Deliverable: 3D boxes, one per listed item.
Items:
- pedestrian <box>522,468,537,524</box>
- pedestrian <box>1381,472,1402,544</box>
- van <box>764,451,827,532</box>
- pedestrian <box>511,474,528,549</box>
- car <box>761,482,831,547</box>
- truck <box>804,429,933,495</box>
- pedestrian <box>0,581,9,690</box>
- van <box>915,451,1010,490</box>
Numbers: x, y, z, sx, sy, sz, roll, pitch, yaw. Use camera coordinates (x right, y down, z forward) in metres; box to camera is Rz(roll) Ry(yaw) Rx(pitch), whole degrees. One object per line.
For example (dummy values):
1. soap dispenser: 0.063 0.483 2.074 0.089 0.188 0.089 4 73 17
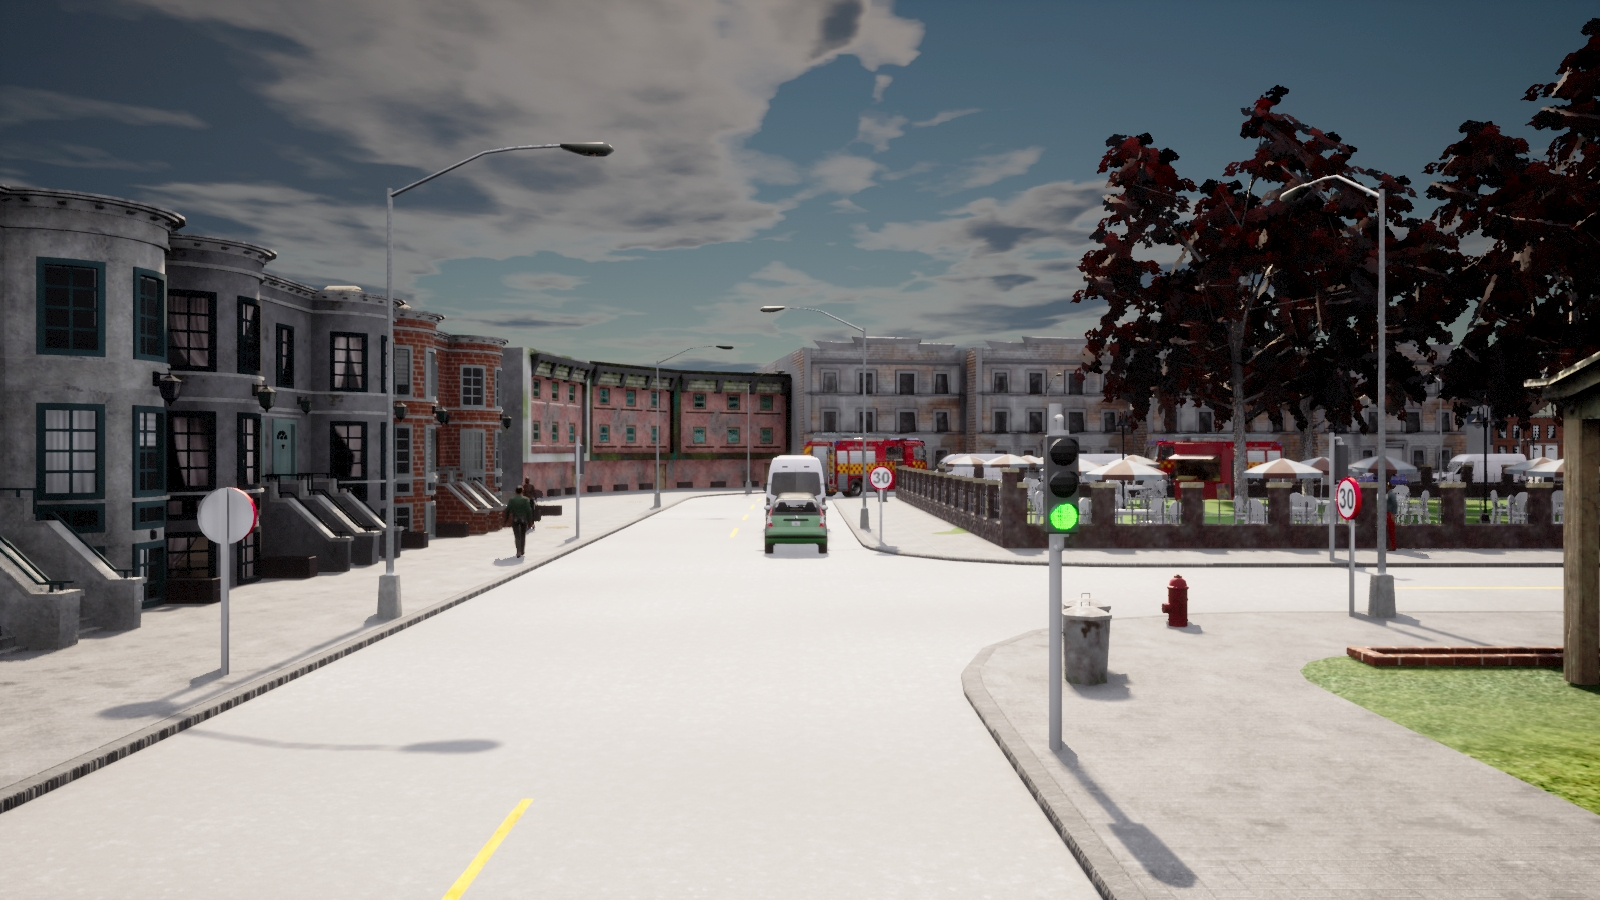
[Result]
1. pedestrian: -9.041 1.524 38.220 0.375 1.860 0.375 0 0 4
2. pedestrian: 15.523 1.517 29.992 0.375 1.860 0.375 0 0 1
3. van: -0.147 1.315 39.074 1.988 2.561 5.915 0 0 0
4. pedestrian: -6.982 1.524 28.475 0.375 1.860 0.375 0 0 -9
5. car: -0.119 1.779 32.373 1.851 1.617 3.988 0 0 0
6. truck: 4.295 0.672 70.228 8.468 3.827 2.891 0 0 -43
7. pedestrian: -8.427 1.904 11.561 0.500 1.100 0.500 0 0 -2
8. van: 10.550 1.314 74.428 5.915 2.561 1.988 0 0 0
